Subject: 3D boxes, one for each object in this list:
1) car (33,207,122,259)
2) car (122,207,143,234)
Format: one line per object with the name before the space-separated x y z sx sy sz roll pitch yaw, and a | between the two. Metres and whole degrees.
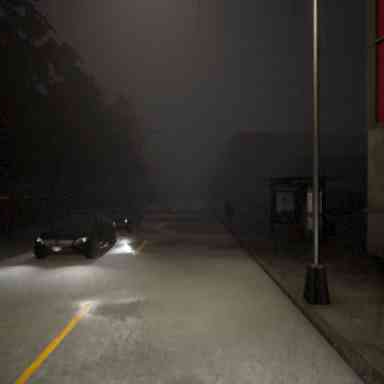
car | -4.108 1.461 12.444 1.812 1.442 4.674 0 0 0
car | -4.027 1.511 18.782 1.895 1.301 4.718 0 0 0
